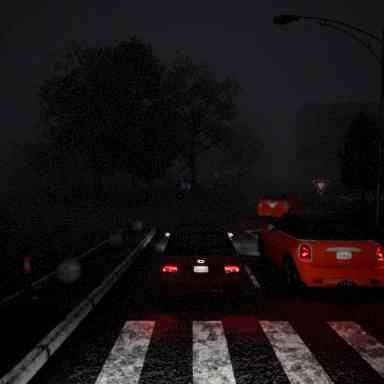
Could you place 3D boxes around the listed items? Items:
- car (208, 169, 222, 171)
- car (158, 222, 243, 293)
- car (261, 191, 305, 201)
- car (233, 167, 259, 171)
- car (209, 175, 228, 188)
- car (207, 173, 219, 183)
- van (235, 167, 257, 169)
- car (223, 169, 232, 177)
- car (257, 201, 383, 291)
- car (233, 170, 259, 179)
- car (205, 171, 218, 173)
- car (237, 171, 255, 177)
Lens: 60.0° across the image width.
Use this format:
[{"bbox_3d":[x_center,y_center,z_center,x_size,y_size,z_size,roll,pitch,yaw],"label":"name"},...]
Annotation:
[{"bbox_3d":[5.952,-4.416,85.659,1.882,1.535,5.008,1,6,10],"label":"car"},{"bbox_3d":[0.197,1.512,8.979,2.033,1.411,5.357,0,1,1],"label":"car"},{"bbox_3d":[5.974,0.720,21.718,2.097,1.767,4.553,3,5,32],"label":"car"},{"bbox_3d":[14.343,-4.945,88.342,5.566,2.045,2.435,1,6,10],"label":"car"},{"bbox_3d":[4.556,-1.477,53.916,1.837,1.490,4.892,-1,5,-6],"label":"car"},{"bbox_3d":[3.930,-2.522,66.323,1.994,1.385,4.181,0,5,3],"label":"car"},{"bbox_3d":[13.749,-4.664,85.673,4.442,1.987,1.878,1,5,10],"label":"van"},{"bbox_3d":[10.206,-4.974,92.640,1.895,1.301,4.718,1,6,11],"label":"car"},{"bbox_3d":[3.208,1.319,9.100,2.097,1.767,4.553,0,1,1],"label":"car"},{"bbox_3d":[12.942,-3.922,80.266,4.892,1.521,2.231,1,5,10],"label":"car"},{"bbox_3d":[4.466,-3.457,76.176,2.033,1.411,5.357,1,5,9],"label":"car"},{"bbox_3d":[14.752,-4.926,91.054,4.792,1.488,2.163,1,6,11],"label":"car"}]
